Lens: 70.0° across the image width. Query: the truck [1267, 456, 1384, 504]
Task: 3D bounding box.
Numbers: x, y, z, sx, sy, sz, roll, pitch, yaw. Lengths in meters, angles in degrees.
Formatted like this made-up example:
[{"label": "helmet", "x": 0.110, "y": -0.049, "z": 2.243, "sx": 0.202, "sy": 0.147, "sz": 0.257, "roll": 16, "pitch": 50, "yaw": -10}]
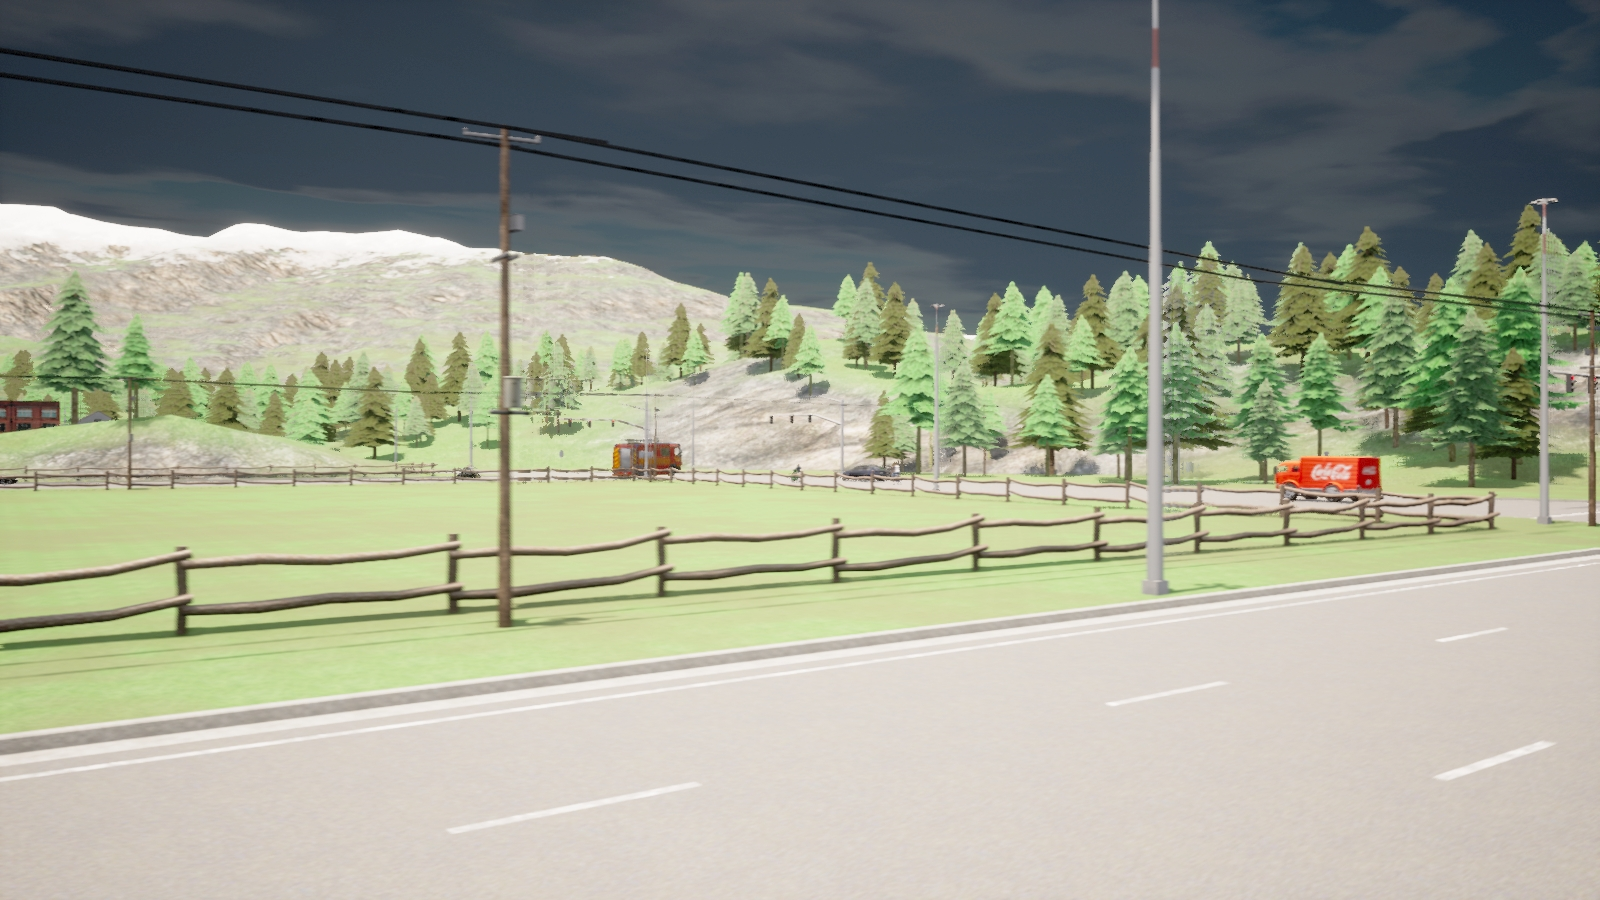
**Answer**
[{"label": "truck", "x": 28.585, "y": 1.569, "z": 62.297, "sx": 2.627, "sy": 2.467, "sz": 5.204, "roll": 0, "pitch": 0, "yaw": -33}]
